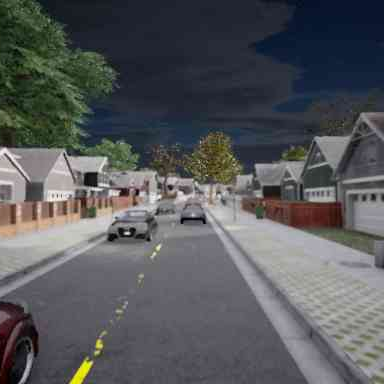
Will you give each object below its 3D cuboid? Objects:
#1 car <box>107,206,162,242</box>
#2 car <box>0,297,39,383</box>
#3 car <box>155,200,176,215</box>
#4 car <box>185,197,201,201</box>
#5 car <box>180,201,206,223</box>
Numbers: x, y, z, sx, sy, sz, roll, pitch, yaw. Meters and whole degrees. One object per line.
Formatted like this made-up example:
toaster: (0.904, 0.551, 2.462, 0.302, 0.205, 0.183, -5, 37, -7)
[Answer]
car: (-2.810, 1.607, 16.467, 1.994, 1.385, 4.181, 0, 0, 1)
car: (-2.846, 1.570, 2.345, 1.994, 1.385, 4.181, 0, 0, 0)
car: (-2.753, 1.601, 35.572, 1.837, 1.490, 4.892, 0, -1, 1)
car: (0.115, 1.467, 42.775, 2.097, 1.767, 4.553, 0, 0, 0)
car: (0.095, 1.635, 26.189, 1.994, 1.385, 4.181, 0, 0, 0)
